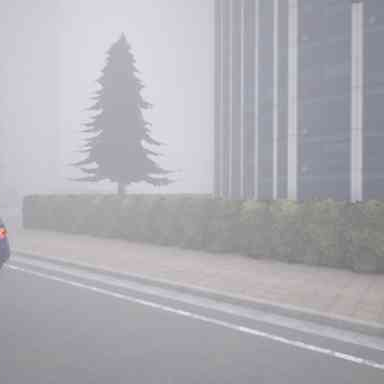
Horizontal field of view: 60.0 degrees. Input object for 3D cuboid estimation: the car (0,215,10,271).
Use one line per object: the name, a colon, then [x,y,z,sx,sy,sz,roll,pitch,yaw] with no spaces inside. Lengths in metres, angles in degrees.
car: [-7.176,1.174,9.070,5.566,2.045,2.150,0,0,35]
